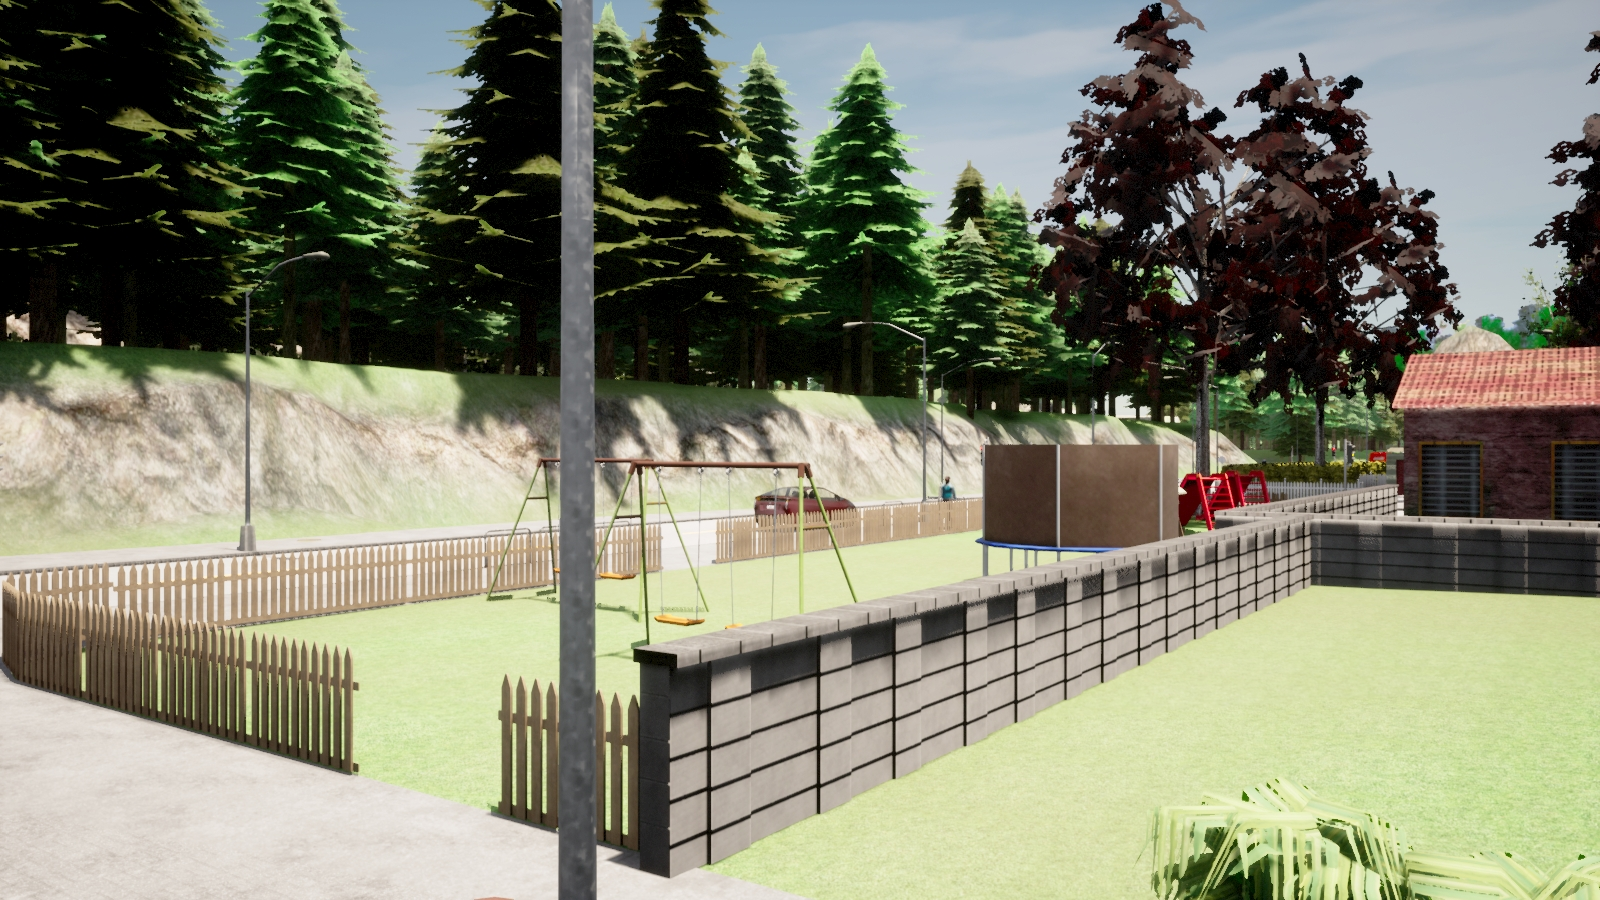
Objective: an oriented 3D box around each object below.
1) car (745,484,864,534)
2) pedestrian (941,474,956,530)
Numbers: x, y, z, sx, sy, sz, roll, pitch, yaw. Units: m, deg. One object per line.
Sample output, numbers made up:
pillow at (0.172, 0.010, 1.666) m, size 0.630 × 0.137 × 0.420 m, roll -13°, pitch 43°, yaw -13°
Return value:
car at (0.223, 2.039, 40.660) m, size 2.007 × 1.525 × 4.514 m, roll 0°, pitch 0°, yaw 35°
pedestrian at (5.001, 1.745, 38.508) m, size 0.375 × 1.860 × 0.375 m, roll 0°, pitch 0°, yaw 34°
